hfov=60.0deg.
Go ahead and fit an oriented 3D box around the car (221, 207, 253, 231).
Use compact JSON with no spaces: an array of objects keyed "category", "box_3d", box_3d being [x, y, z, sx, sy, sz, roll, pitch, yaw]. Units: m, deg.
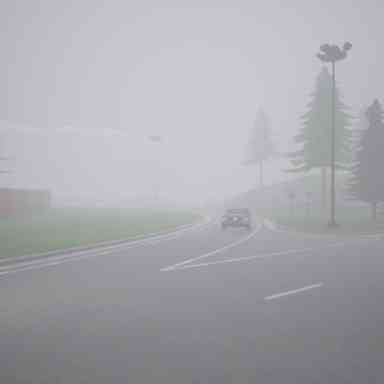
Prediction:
[{"category":"car","box_3d":[3.001,1.689,22.090,2.033,1.411,5.357,0,0,10]}]
